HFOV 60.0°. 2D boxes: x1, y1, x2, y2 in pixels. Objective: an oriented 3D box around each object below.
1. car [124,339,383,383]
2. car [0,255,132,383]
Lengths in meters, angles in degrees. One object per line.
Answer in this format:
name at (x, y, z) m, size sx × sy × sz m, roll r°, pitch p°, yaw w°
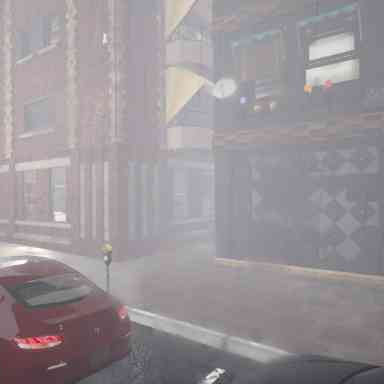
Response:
car at (1.941, 1.566, 1.464) m, size 4.313 × 1.339 × 1.947 m, roll 0°, pitch -1°, yaw 35°
car at (-2.670, 1.583, 4.741) m, size 4.206 × 1.307 × 1.802 m, roll 0°, pitch -1°, yaw 35°
